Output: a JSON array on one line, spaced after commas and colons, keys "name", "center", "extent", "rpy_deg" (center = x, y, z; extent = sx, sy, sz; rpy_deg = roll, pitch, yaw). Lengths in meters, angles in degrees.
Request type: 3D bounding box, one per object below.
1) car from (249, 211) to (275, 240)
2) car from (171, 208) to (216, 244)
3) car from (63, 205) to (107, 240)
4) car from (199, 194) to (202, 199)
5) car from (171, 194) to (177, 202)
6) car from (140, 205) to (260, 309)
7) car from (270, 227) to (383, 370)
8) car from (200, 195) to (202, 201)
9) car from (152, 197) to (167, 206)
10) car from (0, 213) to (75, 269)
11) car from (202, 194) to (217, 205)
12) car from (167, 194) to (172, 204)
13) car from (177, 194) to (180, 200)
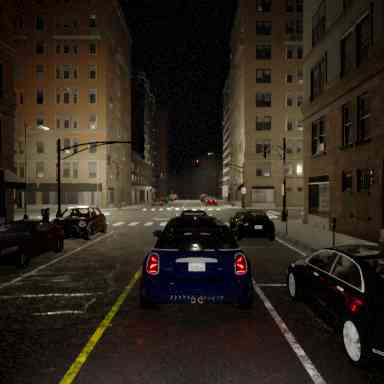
[{"name": "car", "center": [2.899, 1.566, 16.538], "extent": [1.947, 1.339, 4.313], "rpy_deg": [0, 0, 0]}, {"name": "car", "center": [0.089, 1.564, 16.610], "extent": [1.994, 1.385, 4.181], "rpy_deg": [0, 0, 1]}, {"name": "car", "center": [-5.626, 1.441, 16.562], "extent": [1.967, 1.590, 4.097], "rpy_deg": [0, 0, 0]}, {"name": "car", "center": [3.133, 1.523, 75.264], "extent": [1.967, 1.590, 4.097], "rpy_deg": [0, 0, 0]}, {"name": "car", "center": [-5.368, 1.625, 80.537], "extent": [1.752, 1.417, 4.829], "rpy_deg": [0, 0, 0]}, {"name": "car", "center": [0.099, 1.352, 8.027], "extent": [2.097, 1.767, 4.553], "rpy_deg": [0, 0, 0]}, {"name": "car", "center": [2.869, 1.551, 5.536], "extent": [2.008, 1.369, 4.403], "rpy_deg": [0, 0, 0]}, {"name": "car", "center": [3.084, 1.606, 64.446], "extent": [2.008, 1.369, 4.403], "rpy_deg": [0, 0, 0]}, {"name": "car", "center": [-5.490, 1.617, 53.665], "extent": [1.802, 1.307, 4.206], "rpy_deg": [0, 0, 0]}, {"name": "car", "center": [-5.641, 1.582, 11.061], "extent": [1.802, 1.307, 4.206], "rpy_deg": [0, 0, 0]}, {"name": "car", "center": [3.034, 1.476, 53.628], "extent": [1.967, 1.590, 4.097], "rpy_deg": [0, 0, 0]}, {"name": "car", "center": [-5.440, 1.606, 64.481], "extent": [2.008, 1.369, 4.403], "rpy_deg": [0, 0, 0]}, {"name": "car", "center": [-5.319, 1.456, 91.525], "extent": [2.192, 1.841, 5.009], "rpy_deg": [0, 0, 0]}]
